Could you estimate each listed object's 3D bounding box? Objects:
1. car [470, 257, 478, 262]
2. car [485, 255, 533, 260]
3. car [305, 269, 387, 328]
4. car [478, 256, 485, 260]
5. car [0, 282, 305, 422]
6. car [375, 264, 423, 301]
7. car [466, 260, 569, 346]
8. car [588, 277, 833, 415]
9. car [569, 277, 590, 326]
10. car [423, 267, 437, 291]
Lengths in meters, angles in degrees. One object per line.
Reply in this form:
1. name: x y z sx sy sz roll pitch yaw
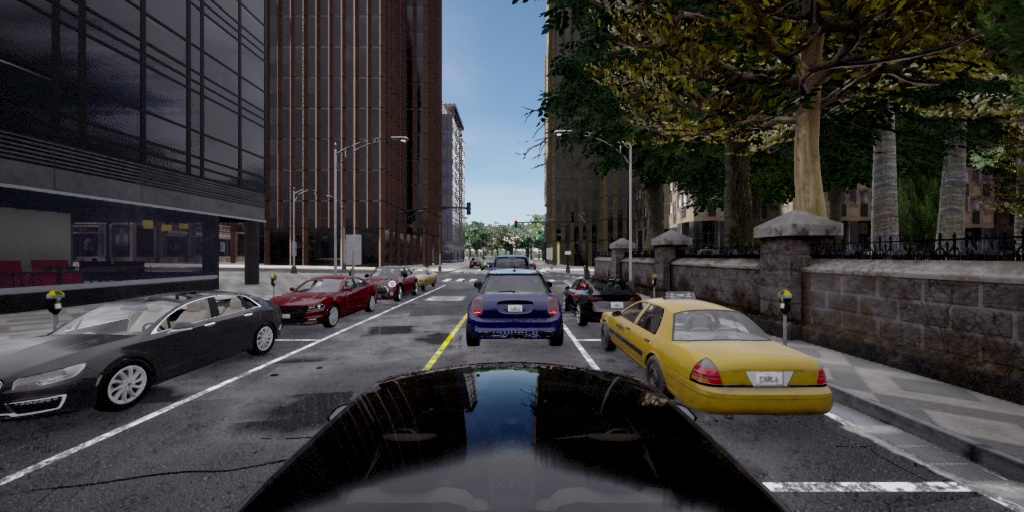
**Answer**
1. car: -5.894 1.079 59.738 2.192 1.841 5.009 0 0 0
2. car: -0.034 0.973 18.973 2.150 2.045 5.566 0 0 0
3. car: -5.785 1.295 11.416 1.888 1.381 4.507 0 0 0
4. car: -3.214 0.982 51.214 2.150 2.045 5.566 0 0 -1
5. car: -5.772 1.300 5.959 2.007 1.370 4.403 0 0 0
6. car: -5.797 1.190 16.873 1.967 1.591 4.097 0 0 0
7. car: 0.036 1.102 9.539 2.097 1.767 4.553 0 0 -1
8. car: 2.752 1.275 6.151 1.751 1.417 4.829 0 0 0
9. car: 2.740 1.316 11.437 1.948 1.339 4.313 0 0 0
10. car: -5.809 1.277 22.160 1.751 1.417 4.829 0 0 0
